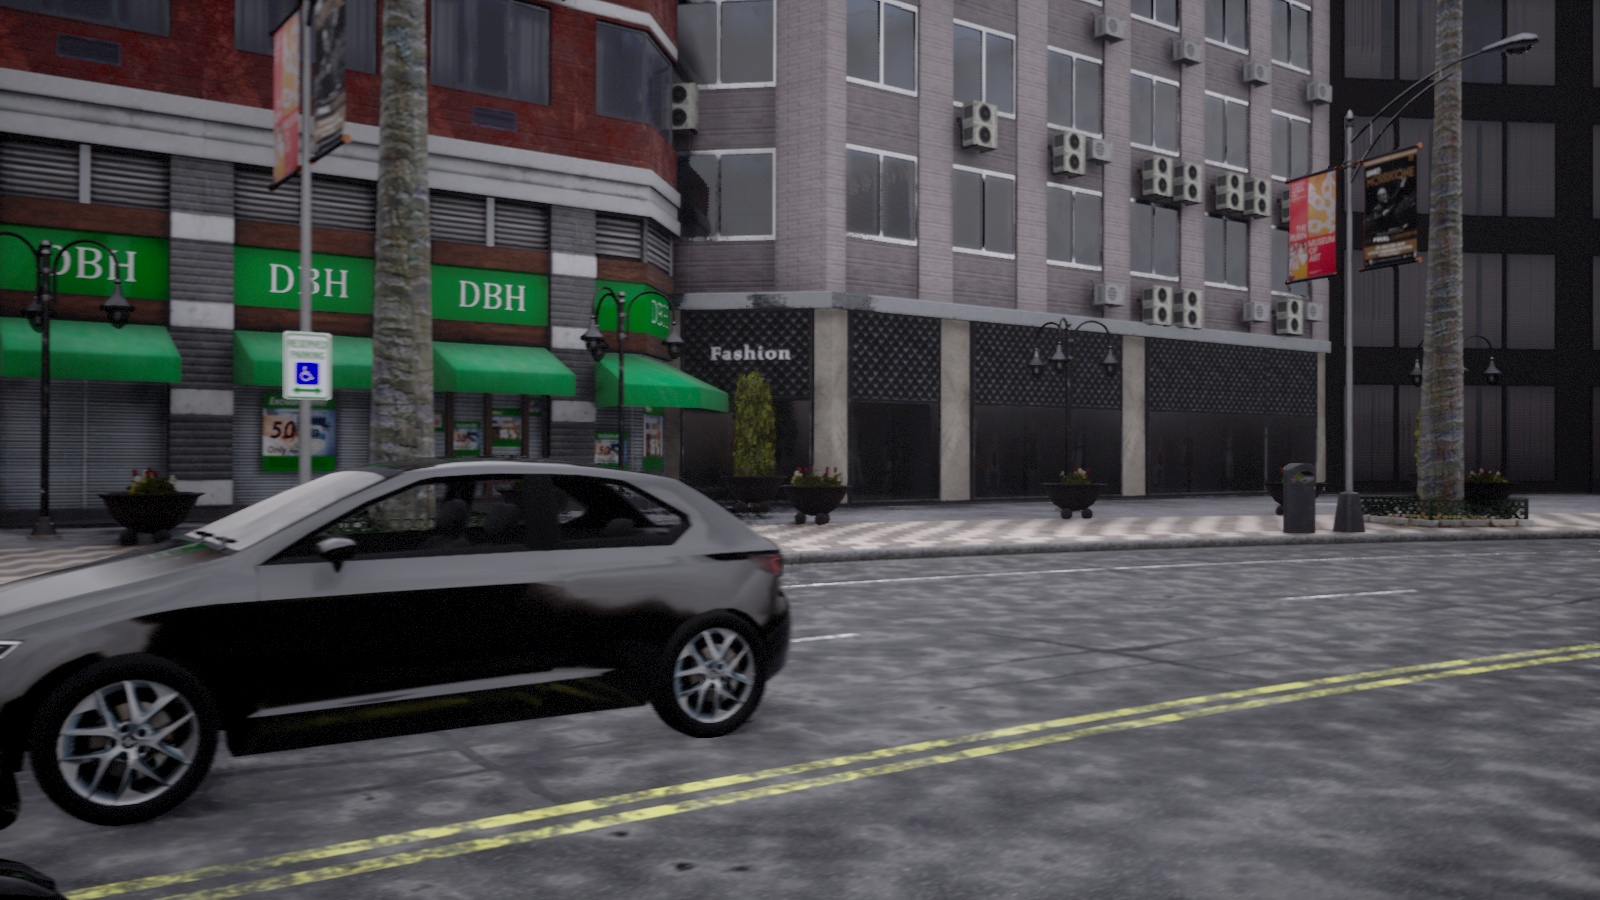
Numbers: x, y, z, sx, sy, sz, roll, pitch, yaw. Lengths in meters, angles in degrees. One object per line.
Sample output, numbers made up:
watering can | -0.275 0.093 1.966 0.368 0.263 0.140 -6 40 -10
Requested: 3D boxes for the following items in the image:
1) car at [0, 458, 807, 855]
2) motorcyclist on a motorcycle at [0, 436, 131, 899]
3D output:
car | -2.196 0.783 6.369 4.193 1.474 1.816 0 0 -35
motorcyclist on a motorcycle | -2.330 0.736 2.104 2.044 1.523 0.797 0 0 -36
